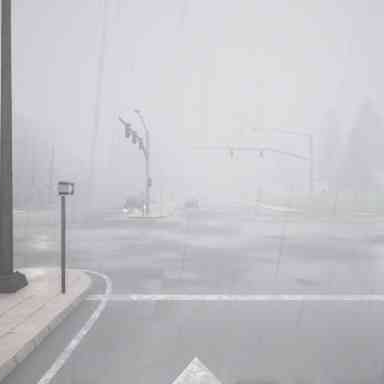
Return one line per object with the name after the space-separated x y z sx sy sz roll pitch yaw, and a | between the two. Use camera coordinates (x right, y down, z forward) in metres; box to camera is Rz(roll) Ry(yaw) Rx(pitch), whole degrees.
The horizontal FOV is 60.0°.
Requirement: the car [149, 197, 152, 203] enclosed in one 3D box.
-8.340 1.505 55.746 1.837 1.490 4.892 0 0 -1 | car

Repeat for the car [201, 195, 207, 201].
2.807 1.524 85.860 1.812 1.442 4.674 0 0 -1 | car

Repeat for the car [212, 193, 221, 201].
6.307 1.225 85.865 2.150 2.045 5.566 0 0 -1 | car

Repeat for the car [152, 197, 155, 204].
-8.430 1.601 65.690 1.895 1.301 4.718 0 0 0 | car

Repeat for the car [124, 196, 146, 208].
-8.220 1.352 46.712 2.097 1.767 4.553 0 0 -1 | car

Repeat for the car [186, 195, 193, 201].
-0.693 1.500 85.801 1.837 1.490 4.892 0 0 -1 | car

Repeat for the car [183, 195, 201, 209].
-0.094 1.526 44.757 1.812 1.442 4.674 0 0 -1 | car
